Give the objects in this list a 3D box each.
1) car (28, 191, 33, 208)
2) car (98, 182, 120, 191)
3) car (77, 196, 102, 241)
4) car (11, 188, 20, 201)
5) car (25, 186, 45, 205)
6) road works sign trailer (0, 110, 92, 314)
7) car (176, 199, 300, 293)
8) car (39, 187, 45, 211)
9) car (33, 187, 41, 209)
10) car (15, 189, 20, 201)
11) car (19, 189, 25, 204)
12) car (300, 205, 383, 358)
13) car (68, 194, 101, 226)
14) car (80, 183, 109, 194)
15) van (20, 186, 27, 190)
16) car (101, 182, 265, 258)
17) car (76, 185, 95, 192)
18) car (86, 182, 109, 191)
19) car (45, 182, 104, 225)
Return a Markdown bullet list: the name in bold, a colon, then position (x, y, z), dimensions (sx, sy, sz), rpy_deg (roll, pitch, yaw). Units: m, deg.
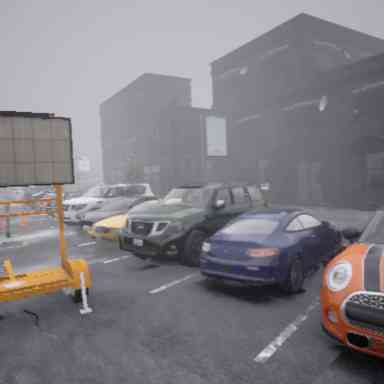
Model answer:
- **car**: position (-10.726, 0.740, 28.024), dimensions (2.002, 1.452, 4.674), rpy_deg (0, 3, 38)
- **car**: position (-21.245, -1.512, 85.415), dimensions (5.566, 2.045, 2.435), rpy_deg (-2, 2, 36)
- **car**: position (-1.300, 0.950, 12.592), dimensions (1.946, 1.575, 5.366), rpy_deg (0, 3, 38)
- **car**: position (-18.822, 0.518, 40.598), dimensions (1.946, 1.575, 5.366), rpy_deg (0, 3, 38)
- **car**: position (-12.301, 0.534, 30.585), dimensions (2.185, 1.767, 4.553), rpy_deg (0, 3, 38)
- **road works sign trailer**: position (-3.463, 0.309, 6.231), dimensions (2.380, 3.560, 2.880), rpy_deg (-4, 3, -32)
- **car**: position (1.989, 1.073, 7.650), dimensions (2.002, 1.452, 4.674), rpy_deg (0, 2, 38)
- **car**: position (-7.576, 0.654, 22.903), dimensions (2.185, 1.767, 4.553), rpy_deg (-1, 2, 38)
- **car**: position (-9.166, 0.615, 25.449), dimensions (2.185, 1.767, 4.553), rpy_deg (-1, 2, 38)
- **car**: position (-17.102, 0.589, 38.205), dimensions (2.002, 1.452, 4.674), rpy_deg (0, 3, 38)
- **car**: position (-13.924, 0.624, 33.113), dimensions (2.097, 1.535, 5.008), rpy_deg (-1, 2, 38)
- **car**: position (3.601, 0.951, 5.121), dimensions (2.185, 1.767, 4.553), rpy_deg (0, 3, 38)
- **car**: position (-2.794, 0.933, 15.264), dimensions (2.163, 1.488, 4.792), rpy_deg (0, 3, 38)
- **car**: position (-19.452, -0.784, 66.264), dimensions (5.566, 2.045, 2.435), rpy_deg (0, 4, 37)
- **van**: position (-15.451, 0.355, 35.746), dimensions (1.878, 1.987, 4.442), rpy_deg (-1, 2, 38)
- **car**: position (0.394, 0.738, 10.159), dimensions (2.435, 2.045, 5.566), rpy_deg (0, 3, 38)
- **car**: position (-26.314, -0.866, 82.101), dimensions (4.792, 1.488, 2.163), rpy_deg (-2, 2, 37)
- **car**: position (-23.814, -1.328, 83.761), dimensions (5.566, 2.045, 2.435), rpy_deg (-2, 2, 37)
- **car**: position (-4.390, 0.610, 17.801), dimensions (2.435, 2.045, 5.566), rpy_deg (0, 3, 38)
